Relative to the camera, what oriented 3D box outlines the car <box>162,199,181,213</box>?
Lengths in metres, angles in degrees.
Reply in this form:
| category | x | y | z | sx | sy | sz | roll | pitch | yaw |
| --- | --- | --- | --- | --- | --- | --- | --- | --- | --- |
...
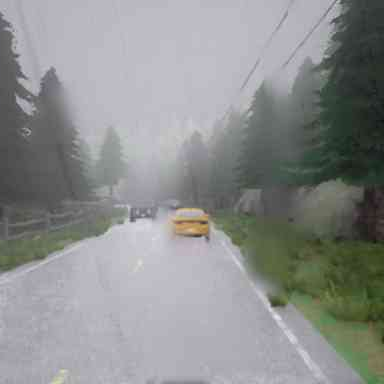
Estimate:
| category | x | y | z | sx | sy | sz | roll | pitch | yaw |
| --- | --- | --- | --- | --- | --- | --- | --- | --- | --- |
| car | -2.513 | 1.676 | 41.892 | 2.097 | 1.767 | 4.553 | 0 | 0 | -12 |

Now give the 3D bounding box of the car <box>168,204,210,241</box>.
| category | x | y | z | sx | sy | sz | roll | pitch | yaw |
| --- | --- | --- | --- | --- | --- | --- | --- | --- | --- |
| car | -0.087 | 1.613 | 17.715 | 1.882 | 1.535 | 5.008 | 0 | 0 | -1 |

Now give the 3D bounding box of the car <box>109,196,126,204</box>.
| category | x | y | z | sx | sy | sz | roll | pitch | yaw |
| --- | --- | --- | --- | --- | --- | --- | --- | --- | --- |
| car | -15.125 | 1.740 | 67.081 | 2.150 | 2.045 | 5.566 | 0 | -1 | -30 |

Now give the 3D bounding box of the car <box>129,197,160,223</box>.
| category | x | y | z | sx | sy | sz | roll | pitch | yaw |
| --- | --- | --- | --- | --- | --- | --- | --- | --- | --- |
| car | -3.902 | 1.443 | 27.943 | 2.150 | 2.045 | 5.566 | 0 | 0 | -4 |
